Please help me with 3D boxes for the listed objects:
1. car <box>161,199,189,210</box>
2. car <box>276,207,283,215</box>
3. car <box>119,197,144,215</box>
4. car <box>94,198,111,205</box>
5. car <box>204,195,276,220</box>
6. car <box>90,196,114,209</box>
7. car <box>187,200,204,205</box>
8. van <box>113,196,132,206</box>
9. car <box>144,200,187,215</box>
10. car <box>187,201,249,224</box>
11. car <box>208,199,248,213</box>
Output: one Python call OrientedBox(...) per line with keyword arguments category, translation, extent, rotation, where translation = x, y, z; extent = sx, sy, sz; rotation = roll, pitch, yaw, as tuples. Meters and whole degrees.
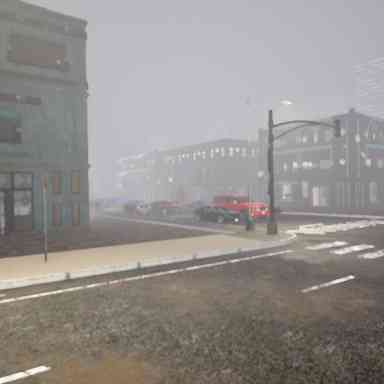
OrientedBox(category="car", translation=(-2.421, 1.703, 46.174), extent=(1.802, 1.307, 4.206), rotation=(-2, 1, -35))
OrientedBox(category="car", translation=(5.796, 1.573, 30.201), extent=(1.895, 1.301, 4.718), rotation=(-1, 0, -36))
OrientedBox(category="car", translation=(-6.049, 1.673, 36.805), extent=(1.967, 1.590, 4.097), rotation=(-2, 1, -35))
OrientedBox(category="car", translation=(-18.453, 1.965, 68.734), extent=(1.887, 1.381, 4.507), rotation=(-2, 1, -35))
OrientedBox(category="car", translation=(3.809, 1.248, 27.411), extent=(2.150, 2.045, 5.566), rotation=(-1, 0, -35))
OrientedBox(category="car", translation=(-15.088, 1.884, 54.180), extent=(2.128, 1.511, 4.902), rotation=(-1, 0, -35))
OrientedBox(category="car", translation=(0.784, 1.641, 41.663), extent=(1.802, 1.307, 4.206), rotation=(-2, 1, -35))
OrientedBox(category="van", translation=(-12.047, 1.644, 59.709), extent=(1.690, 1.788, 3.998), rotation=(-2, 1, -35))
OrientedBox(category="car", translation=(-3.080, 1.640, 37.119), extent=(1.882, 1.535, 5.008), rotation=(-1, 1, -35))
OrientedBox(category="car", translation=(1.893, 1.642, 25.424), extent=(1.947, 1.339, 4.313), rotation=(-2, 1, -35))
OrientedBox(category="car", translation=(3.989, 1.547, 37.150), extent=(2.008, 1.369, 4.403), rotation=(-2, 1, -35))
